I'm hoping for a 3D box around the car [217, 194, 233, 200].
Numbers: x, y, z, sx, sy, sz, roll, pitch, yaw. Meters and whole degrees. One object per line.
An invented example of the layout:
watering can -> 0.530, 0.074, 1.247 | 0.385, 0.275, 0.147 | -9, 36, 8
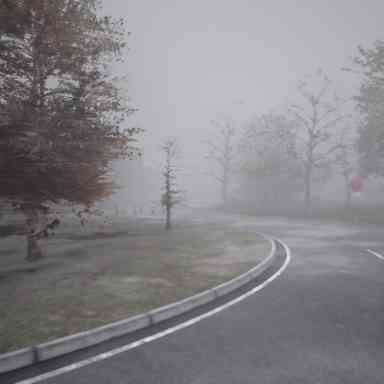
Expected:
car -> 9.118, 1.548, 91.482 | 2.033, 1.411, 5.357 | 0, 1, 18
